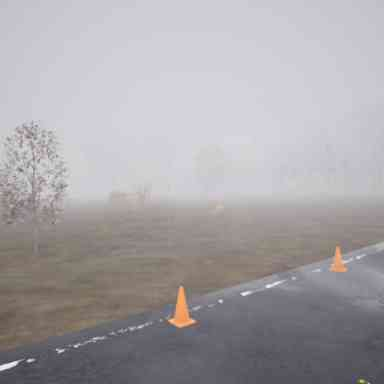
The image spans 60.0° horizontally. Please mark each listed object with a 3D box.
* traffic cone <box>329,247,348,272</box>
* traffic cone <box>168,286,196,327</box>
[{"bbox_3d":[3.741,1.694,8.504,0.340,0.580,0.340,-2,1,-38],"label":"traffic cone"},{"bbox_3d":[-0.168,1.857,5.504,0.340,0.580,0.340,-2,1,-37],"label":"traffic cone"}]
